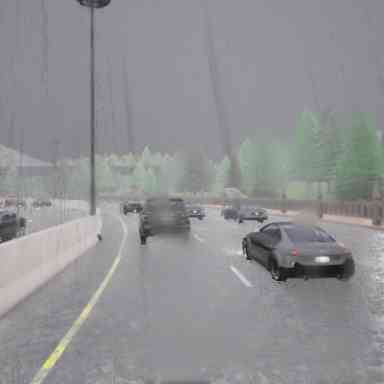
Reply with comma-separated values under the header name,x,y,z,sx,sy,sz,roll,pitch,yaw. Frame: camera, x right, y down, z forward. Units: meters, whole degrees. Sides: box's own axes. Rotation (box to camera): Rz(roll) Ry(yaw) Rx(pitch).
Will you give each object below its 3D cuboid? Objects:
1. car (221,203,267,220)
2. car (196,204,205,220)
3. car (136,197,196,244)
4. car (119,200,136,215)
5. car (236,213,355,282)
name,x,y,z,sx,sy,sz,roll,pitch,yaw
car,3.834,1.544,25.054,2.033,1.411,5.357,0,0,-14
car,-0.466,1.561,27.660,2.033,1.411,5.357,0,0,-16
car,-1.462,1.234,16.114,2.150,2.045,5.566,0,0,-10
car,-6.249,1.542,34.039,1.837,1.490,4.892,0,0,-20
car,2.870,1.558,9.829,1.994,1.385,4.181,0,0,-6
